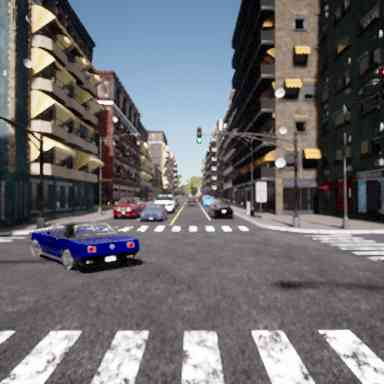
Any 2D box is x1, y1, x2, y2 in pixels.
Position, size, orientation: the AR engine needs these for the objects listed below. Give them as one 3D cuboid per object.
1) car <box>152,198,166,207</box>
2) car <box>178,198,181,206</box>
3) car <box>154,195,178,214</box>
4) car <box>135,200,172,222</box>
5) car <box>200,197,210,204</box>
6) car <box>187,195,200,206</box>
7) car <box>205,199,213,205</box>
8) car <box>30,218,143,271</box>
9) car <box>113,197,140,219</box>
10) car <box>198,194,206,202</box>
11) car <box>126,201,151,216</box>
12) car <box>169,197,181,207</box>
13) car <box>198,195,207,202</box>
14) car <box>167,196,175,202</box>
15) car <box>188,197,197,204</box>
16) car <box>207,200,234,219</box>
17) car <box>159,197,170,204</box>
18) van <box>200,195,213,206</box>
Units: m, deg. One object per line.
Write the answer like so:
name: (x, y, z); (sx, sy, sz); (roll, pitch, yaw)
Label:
car: (-5.666, 1.762, 57.872); (1.947, 1.339, 4.313); (1, 0, 0)
car: (-2.998, 1.726, 47.889); (1.994, 1.385, 4.181); (0, 0, 0)
car: (-3.070, 1.350, 37.949); (2.150, 2.045, 5.566); (0, 0, 0)
car: (-3.096, 1.642, 27.947); (2.033, 1.411, 5.357); (0, 0, 0)
car: (2.716, 1.779, 68.972); (1.887, 1.381, 4.507); (1, 0, 0)
car: (0.013, 1.692, 59.018); (2.128, 1.511, 4.902); (0, 0, 0)
car: (2.708, 1.702, 35.546); (1.802, 1.307, 4.206); (1, 0, 0)
car: (-3.781, 1.631, 11.054); (1.895, 1.301, 4.718); (1, -1, -42)
car: (-5.669, 1.416, 30.018); (2.192, 1.841, 5.009); (1, 0, 0)
car: (2.724, 1.627, 91.257); (2.192, 1.841, 5.009); (1, 0, 0)
car: (-5.671, 1.665, 35.588); (1.887, 1.381, 4.507); (1, 0, 0)
car: (-2.987, 1.703, 58.299); (1.837, 1.490, 4.892); (0, 0, 0)
car: (2.723, 1.607, 85.687); (2.192, 1.841, 5.009); (1, 0, 0)
car: (-5.659, 1.857, 91.299); (1.887, 1.381, 4.507); (1, 0, 0)
car: (0.015, 1.760, 69.401); (1.812, 1.442, 4.674); (0, 0, 0)
car: (2.707, 1.667, 29.975); (1.947, 1.339, 4.313); (1, 0, 0)
car: (-5.664, 1.801, 69.014); (1.947, 1.339, 4.313); (1, 0, 0)
van: (2.716, 1.537, 57.832); (1.690, 1.788, 3.998); (1, 0, 0)
